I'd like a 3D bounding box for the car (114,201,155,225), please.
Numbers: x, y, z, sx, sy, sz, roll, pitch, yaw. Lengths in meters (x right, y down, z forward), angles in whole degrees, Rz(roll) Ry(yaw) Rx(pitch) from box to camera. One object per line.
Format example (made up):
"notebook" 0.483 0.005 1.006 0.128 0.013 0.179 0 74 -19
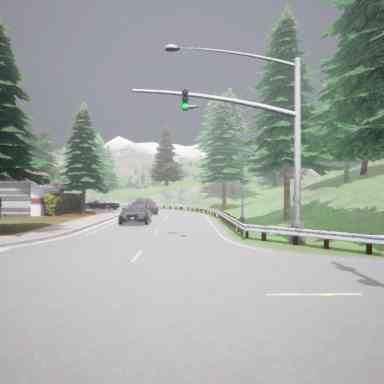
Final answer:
"car" -4.018 1.564 23.980 1.994 1.385 4.181 0 0 -2

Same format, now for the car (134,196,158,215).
"car" -4.863 1.352 33.770 2.097 1.767 4.553 0 0 -19

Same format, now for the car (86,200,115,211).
"car" -11.446 1.607 41.500 4.718 1.301 1.895 0 0 14
